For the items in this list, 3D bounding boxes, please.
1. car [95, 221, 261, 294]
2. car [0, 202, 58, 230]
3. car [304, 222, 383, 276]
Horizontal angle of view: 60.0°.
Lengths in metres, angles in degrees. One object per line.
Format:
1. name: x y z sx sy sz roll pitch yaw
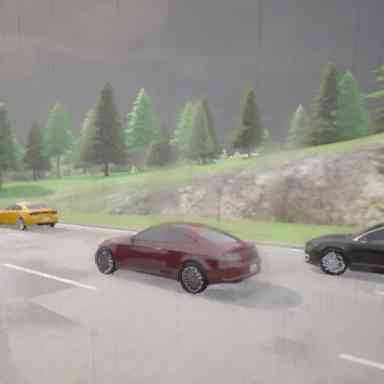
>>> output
1. car: -0.520 1.492 8.666 4.674 1.442 1.812 0 0 36
2. car: -10.069 1.353 20.015 5.008 1.535 1.882 0 0 37
3. car: 5.466 1.501 8.692 4.892 1.490 1.837 0 0 36
